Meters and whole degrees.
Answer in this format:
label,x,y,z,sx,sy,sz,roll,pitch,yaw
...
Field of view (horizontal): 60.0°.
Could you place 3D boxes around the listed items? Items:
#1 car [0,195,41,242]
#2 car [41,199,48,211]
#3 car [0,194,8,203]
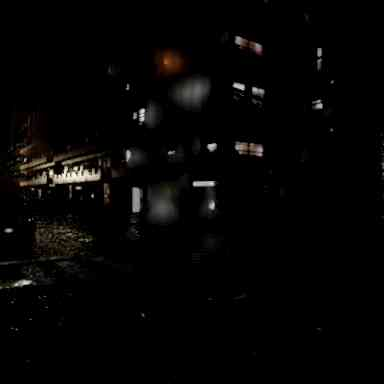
label,x,y,z,sx,sy,sz,roll,pitch,yaw
car,-8.874,1.162,15.443,2.150,2.045,5.566,0,0,-36
car,-16.988,1.446,36.569,1.802,1.307,4.206,0,0,-36
car,-36.895,1.253,64.114,1.967,1.590,4.097,0,0,-36
